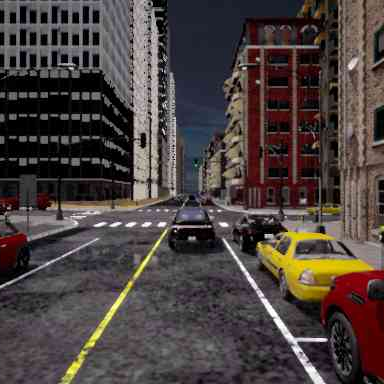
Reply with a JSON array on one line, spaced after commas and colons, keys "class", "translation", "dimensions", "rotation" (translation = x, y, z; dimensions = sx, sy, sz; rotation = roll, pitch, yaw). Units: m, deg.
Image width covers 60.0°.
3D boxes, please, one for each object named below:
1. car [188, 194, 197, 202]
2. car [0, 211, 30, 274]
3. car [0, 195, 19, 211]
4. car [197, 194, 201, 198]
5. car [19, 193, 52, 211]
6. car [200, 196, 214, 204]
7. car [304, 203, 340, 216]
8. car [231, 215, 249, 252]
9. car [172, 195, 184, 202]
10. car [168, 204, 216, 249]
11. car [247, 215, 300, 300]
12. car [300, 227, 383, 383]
[{"class": "car", "translation": [0.001, 1.418, 74.541], "dimensions": [1.837, 1.490, 4.892], "rotation": [0, 0, 0]}, {"class": "car", "translation": [-5.689, 1.438, 7.982], "dimensions": [1.967, 1.590, 4.097], "rotation": [0, 0, 0]}, {"class": "car", "translation": [-17.559, 1.010, 27.351], "dimensions": [5.009, 1.841, 2.192], "rotation": [1, -1, 0]}, {"class": "car", "translation": [2.691, 1.578, 68.607], "dimensions": [2.008, 1.369, 4.403], "rotation": [0, 0, 0]}, {"class": "car", "translation": [-17.693, 1.031, 35.729], "dimensions": [5.009, 1.841, 2.192], "rotation": [1, -1, 0]}, {"class": "car", "translation": [2.741, 1.599, 55.690], "dimensions": [1.802, 1.307, 4.206], "rotation": [0, 0, 0]}, {"class": "car", "translation": [14.642, 1.838, 36.007], "dimensions": [4.829, 1.417, 1.752], "rotation": [1, -1, 0]}, {"class": "car", "translation": [2.691, 1.565, 13.666], "dimensions": [1.947, 1.339, 4.313], "rotation": [0, 0, 0]}, {"class": "car", "translation": [-3.001, 1.556, 78.934], "dimensions": [2.128, 1.511, 4.902], "rotation": [0, 0, 0]}, {"class": "car", "translation": [0.000, 1.496, 14.650], "dimensions": [2.128, 1.511, 4.902], "rotation": [0, 0, 0]}, {"class": "car", "translation": [2.691, 1.524, 8.154], "dimensions": [1.752, 1.417, 4.829], "rotation": [0, 0, 0]}, {"class": "car", "translation": [2.692, 1.313, 2.301], "dimensions": [2.192, 1.841, 5.009], "rotation": [0, 0, 0]}]
